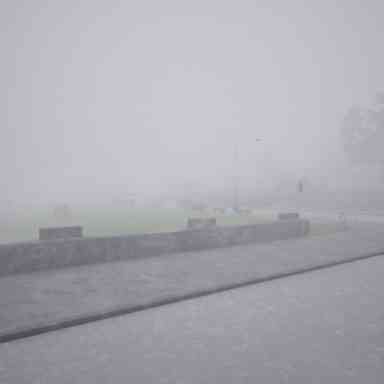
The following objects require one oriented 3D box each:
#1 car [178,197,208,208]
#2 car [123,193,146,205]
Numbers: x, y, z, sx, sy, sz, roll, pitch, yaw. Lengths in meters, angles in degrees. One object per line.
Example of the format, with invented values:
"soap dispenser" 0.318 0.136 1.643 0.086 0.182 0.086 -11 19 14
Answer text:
"car" 0.098 1.406 43.631 1.882 1.535 5.008 0 0 -35
"car" -10.011 1.145 57.960 2.150 2.045 5.566 0 0 -36
